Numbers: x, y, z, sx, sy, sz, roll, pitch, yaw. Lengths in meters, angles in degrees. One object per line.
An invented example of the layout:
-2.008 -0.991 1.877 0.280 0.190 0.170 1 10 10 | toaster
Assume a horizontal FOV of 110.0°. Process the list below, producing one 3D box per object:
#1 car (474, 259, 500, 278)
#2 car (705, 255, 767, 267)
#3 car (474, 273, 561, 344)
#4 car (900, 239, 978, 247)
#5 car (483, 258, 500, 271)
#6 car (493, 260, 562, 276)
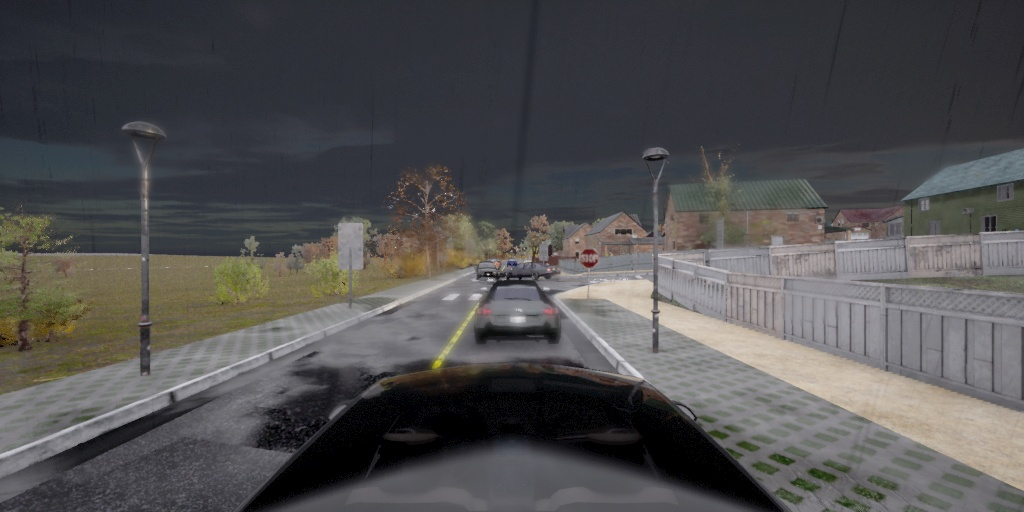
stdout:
-2.248 1.257 31.491 1.837 1.490 4.892 0 0 -8 | car
14.389 0.413 22.954 4.181 1.385 1.994 -3 0 16 | car
0.103 1.313 9.565 1.994 1.385 4.181 0 0 -1 | car
23.889 -0.208 20.532 4.902 1.511 2.128 -3 0 14 | car
-2.843 1.120 51.309 2.097 1.767 4.553 0 0 1 | car
1.339 1.197 28.579 5.357 1.411 2.033 -4 -3 43 | car
